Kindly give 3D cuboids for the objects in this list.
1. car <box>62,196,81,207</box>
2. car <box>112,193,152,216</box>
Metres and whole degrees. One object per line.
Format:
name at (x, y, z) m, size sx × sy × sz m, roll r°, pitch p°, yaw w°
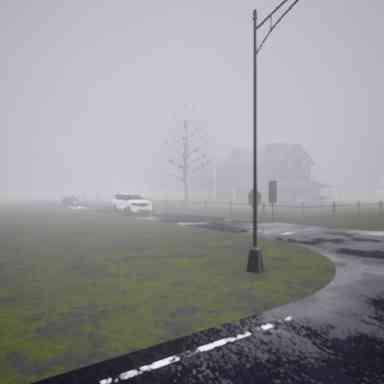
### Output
car at (-18.172, 1.351, 49.923) m, size 2.128 × 1.511 × 4.902 m, roll 0°, pitch 0°, yaw -35°
car at (-5.985, 1.130, 32.543) m, size 2.150 × 2.045 × 5.566 m, roll 0°, pitch 0°, yaw -35°
